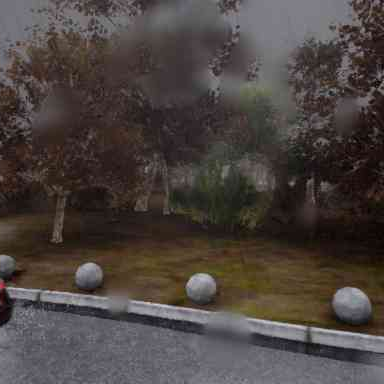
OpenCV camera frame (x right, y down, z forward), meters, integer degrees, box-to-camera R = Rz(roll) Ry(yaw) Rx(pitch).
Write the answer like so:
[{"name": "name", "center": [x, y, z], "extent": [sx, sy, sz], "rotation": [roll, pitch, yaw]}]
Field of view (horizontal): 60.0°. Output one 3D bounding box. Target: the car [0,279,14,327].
[{"name": "car", "center": [-4.921, 1.564, 4.962], "extent": [4.181, 1.385, 1.994], "rotation": [0, 0, 15]}]
